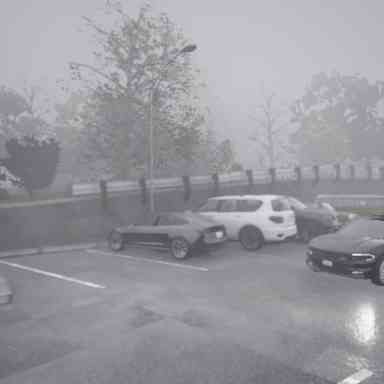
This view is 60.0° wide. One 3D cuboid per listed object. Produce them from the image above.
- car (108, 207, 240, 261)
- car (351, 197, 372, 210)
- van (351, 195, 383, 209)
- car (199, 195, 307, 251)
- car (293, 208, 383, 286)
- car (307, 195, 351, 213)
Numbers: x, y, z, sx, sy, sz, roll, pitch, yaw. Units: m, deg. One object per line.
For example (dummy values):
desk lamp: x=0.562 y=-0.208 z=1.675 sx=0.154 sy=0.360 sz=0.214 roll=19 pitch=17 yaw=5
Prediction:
car: x=-0.987 y=1.464 z=12.201 sx=4.792 sy=1.488 sz=2.163 roll=-1 pitch=0 yaw=36
car: x=6.510 y=1.265 z=17.326 sx=4.553 sy=1.767 sz=2.185 roll=-1 pitch=-1 yaw=36
van: x=8.932 y=1.151 z=19.068 sx=4.442 sy=1.987 sz=1.878 roll=-1 pitch=0 yaw=36
car: x=1.509 y=1.168 z=13.906 sx=5.566 sy=2.045 sz=2.435 roll=-1 pitch=0 yaw=36
car: x=5.321 y=1.420 z=9.394 sx=5.008 sy=1.535 sz=1.882 roll=0 pitch=0 yaw=-34
car: x=4.061 y=1.153 z=15.595 sx=5.566 sy=2.045 sz=2.435 roll=-1 pitch=-1 yaw=36
